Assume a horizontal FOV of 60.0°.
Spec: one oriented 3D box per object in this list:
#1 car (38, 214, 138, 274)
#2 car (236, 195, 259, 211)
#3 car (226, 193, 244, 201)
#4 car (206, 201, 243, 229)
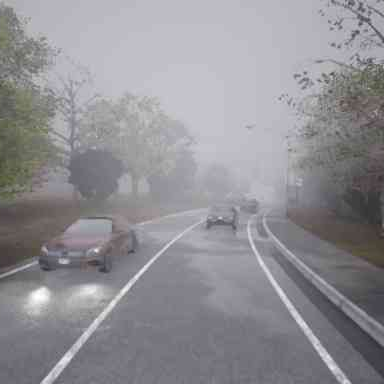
[{"bbox_3d":[-3.015,1.480,10.676,1.812,1.442,4.674,0,0,5],"label":"car"},{"bbox_3d":[7.338,1.527,42.126,2.128,1.511,4.902,2,0,18],"label":"car"},{"bbox_3d":[7.023,1.177,52.596,2.150,2.045,5.566,2,0,20],"label":"car"},{"bbox_3d":[2.067,1.536,21.643,2.033,1.411,5.357,1,0,10],"label":"car"}]
